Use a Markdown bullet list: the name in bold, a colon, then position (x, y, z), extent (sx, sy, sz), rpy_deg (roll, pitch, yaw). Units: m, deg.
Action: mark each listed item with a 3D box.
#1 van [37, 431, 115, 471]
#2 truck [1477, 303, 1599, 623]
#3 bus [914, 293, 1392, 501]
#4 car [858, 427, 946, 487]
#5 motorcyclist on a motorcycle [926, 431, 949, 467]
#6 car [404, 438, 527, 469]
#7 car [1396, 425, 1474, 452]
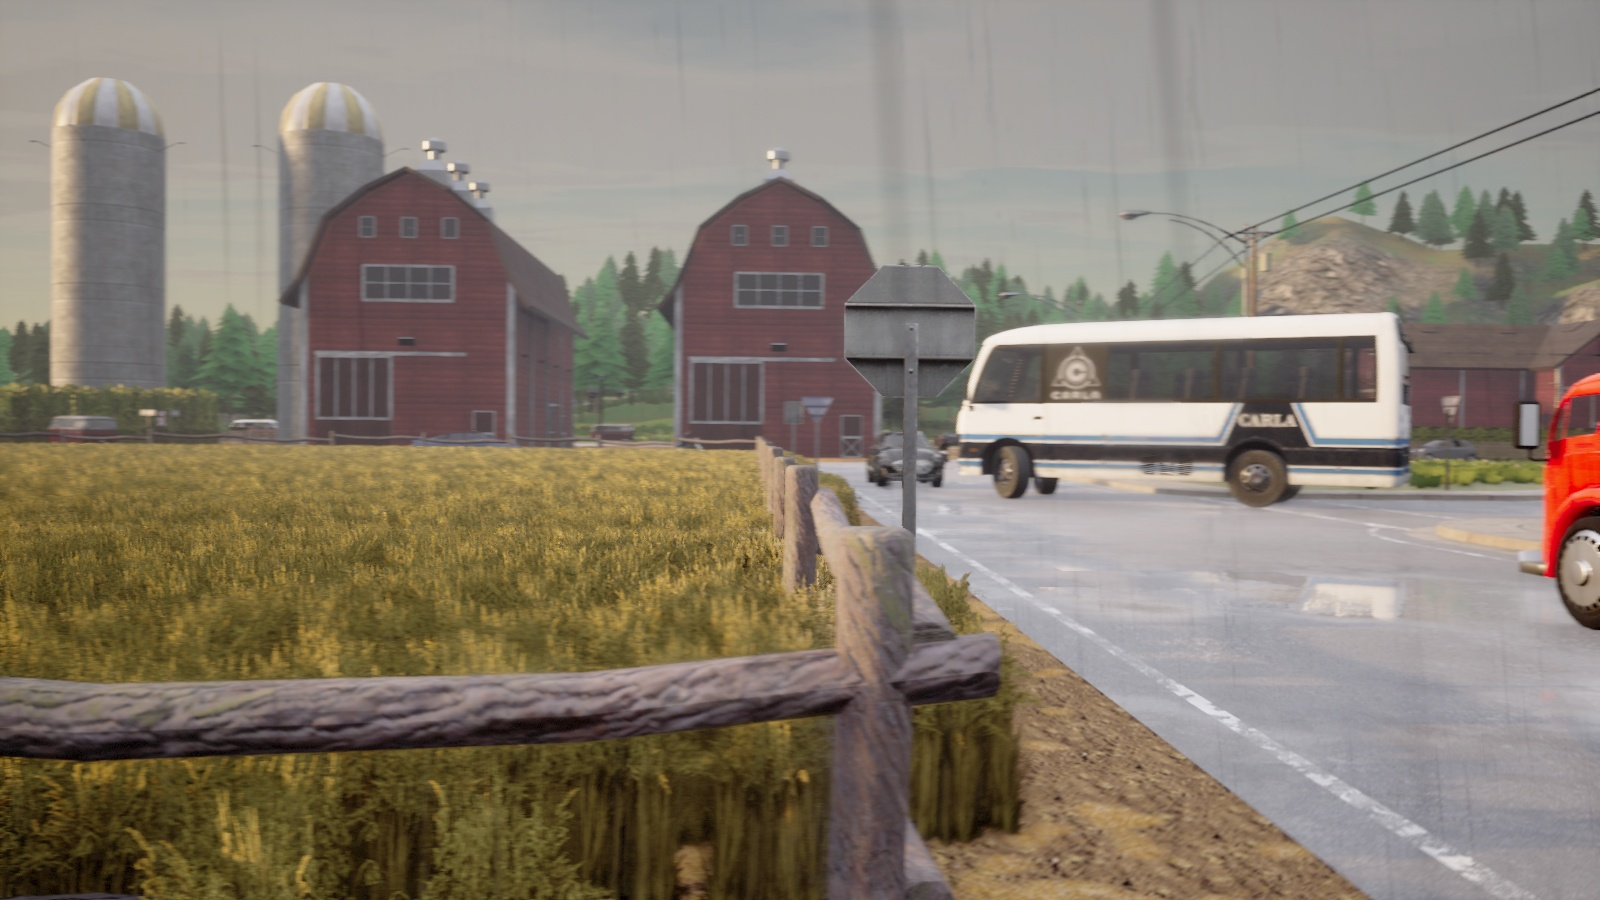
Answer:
- **van**: position (-37.246, 0.018, 64.593), extent (4.442, 1.987, 1.775), rpy_deg (0, 1, 35)
- **truck**: position (7.510, 0.102, 8.826), extent (2.627, 2.467, 5.204), rpy_deg (-1, 1, -1)
- **bus**: position (8.257, -1.102, 29.842), extent (10.273, 4.253, 3.944), rpy_deg (0, 1, 29)
- **car**: position (2.975, 0.151, 37.526), extent (2.033, 1.649, 4.856), rpy_deg (-1, 1, -2)
- **motorcyclist on a motorcycle**: position (6.037, -0.041, 55.105), extent (0.866, 1.530, 2.191), rpy_deg (0, 1, 3)
- **car**: position (-15.847, 0.151, 59.673), extent (5.357, 1.411, 2.033), rpy_deg (-1, 1, -5)
- **car**: position (36.998, -0.656, 73.239), extent (3.633, 1.501, 1.845), rpy_deg (-1, 1, -2)
